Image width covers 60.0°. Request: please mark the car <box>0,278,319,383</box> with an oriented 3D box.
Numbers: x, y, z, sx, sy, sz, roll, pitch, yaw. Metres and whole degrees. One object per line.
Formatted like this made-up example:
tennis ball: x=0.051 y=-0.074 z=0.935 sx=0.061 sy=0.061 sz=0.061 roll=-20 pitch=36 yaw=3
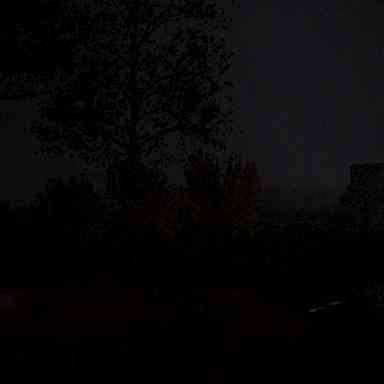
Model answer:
car: x=-1.227 y=1.477 z=2.195 sx=5.008 sy=1.535 sz=1.882 roll=0 pitch=0 yaw=-35
